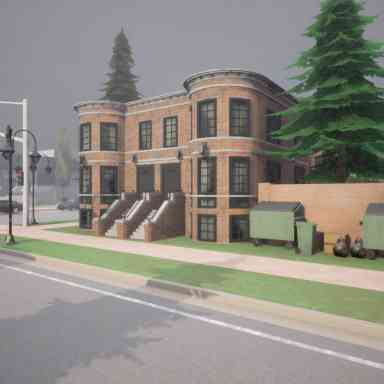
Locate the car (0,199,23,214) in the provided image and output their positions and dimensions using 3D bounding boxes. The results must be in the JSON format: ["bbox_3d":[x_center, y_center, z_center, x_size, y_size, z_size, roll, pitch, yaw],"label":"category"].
[{"bbox_3d":[-19.580,1.505,33.504,1.837,1.490,4.892,0,0,35],"label":"car"}]

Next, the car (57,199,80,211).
[{"bbox_3d":[-14.466,1.564,41.117,1.994,1.385,4.181,0,0,32],"label":"car"}]
